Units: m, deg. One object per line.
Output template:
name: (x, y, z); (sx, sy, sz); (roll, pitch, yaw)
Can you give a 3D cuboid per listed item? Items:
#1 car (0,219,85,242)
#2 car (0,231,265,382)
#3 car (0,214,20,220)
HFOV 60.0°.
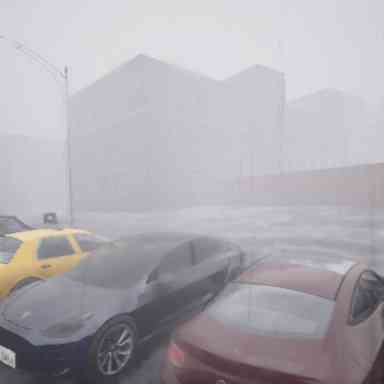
car: (-2.909, 1.484, 7.623); (1.946, 1.575, 5.366); (0, 0, 36)
car: (-0.761, 1.513, 5.827); (2.163, 1.488, 4.792); (0, 0, 35)
car: (-5.411, 1.365, 9.142); (2.185, 1.767, 4.553); (0, 0, 36)
